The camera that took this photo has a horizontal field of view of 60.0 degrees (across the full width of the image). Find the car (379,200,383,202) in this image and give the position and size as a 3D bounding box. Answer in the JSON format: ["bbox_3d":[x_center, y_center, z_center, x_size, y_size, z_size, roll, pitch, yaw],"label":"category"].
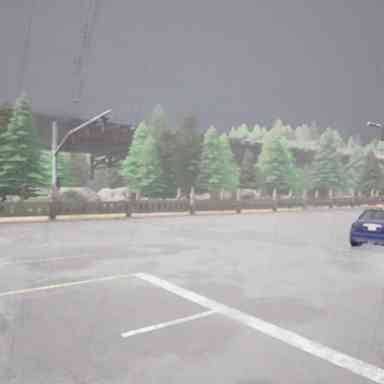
[{"bbox_3d":[21.247,1.633,36.299,4.553,1.767,2.097,1,0,-35],"label":"car"}]

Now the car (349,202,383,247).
[{"bbox_3d":[8.811,1.466,14.326,4.553,1.767,2.097,0,0,-36],"label":"car"}]
